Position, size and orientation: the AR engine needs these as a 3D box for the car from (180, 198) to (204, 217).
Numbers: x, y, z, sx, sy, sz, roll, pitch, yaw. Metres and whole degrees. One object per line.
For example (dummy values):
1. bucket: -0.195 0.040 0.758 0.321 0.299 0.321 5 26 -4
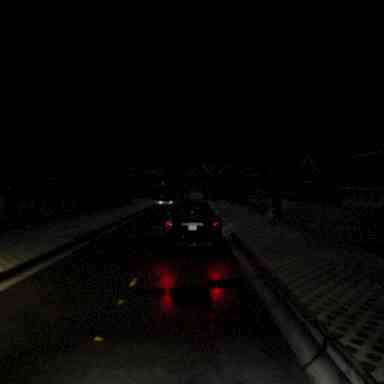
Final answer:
1. car: 0.017 1.255 27.667 1.895 1.301 4.718 0 1 0

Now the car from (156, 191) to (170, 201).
1. car: -4.774 0.648 56.633 2.097 1.767 4.553 0 1 -16

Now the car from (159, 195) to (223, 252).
1. car: 0.035 1.186 13.178 2.097 1.767 4.553 0 1 0
